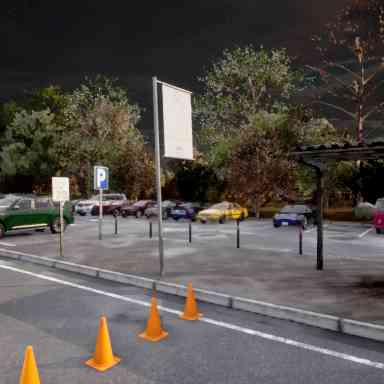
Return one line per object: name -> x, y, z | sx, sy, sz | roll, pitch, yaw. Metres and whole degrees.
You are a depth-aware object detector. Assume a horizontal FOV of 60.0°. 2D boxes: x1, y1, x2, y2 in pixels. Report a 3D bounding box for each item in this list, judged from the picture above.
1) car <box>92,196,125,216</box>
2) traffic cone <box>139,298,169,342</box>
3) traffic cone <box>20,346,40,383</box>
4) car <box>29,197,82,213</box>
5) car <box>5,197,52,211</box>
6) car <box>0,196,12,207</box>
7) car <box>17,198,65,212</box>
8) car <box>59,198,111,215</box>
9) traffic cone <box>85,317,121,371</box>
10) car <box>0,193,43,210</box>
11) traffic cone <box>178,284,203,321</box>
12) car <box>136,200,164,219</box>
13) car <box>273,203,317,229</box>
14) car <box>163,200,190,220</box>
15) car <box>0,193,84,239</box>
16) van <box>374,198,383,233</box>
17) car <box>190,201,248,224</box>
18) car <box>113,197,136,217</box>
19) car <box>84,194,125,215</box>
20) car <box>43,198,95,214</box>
car -> -6.581, 1.466, 31.700 | 2.097, 1.535, 5.008 | 0, 0, 35
traffic cone -> -0.596, 1.957, 5.207 | 0.340, 0.580, 0.340 | 0, 0, 35
traffic cone -> -1.747, 1.957, 3.575 | 0.340, 0.580, 0.340 | 0, 0, 35
car -> -15.560, 1.444, 38.237 | 1.946, 1.575, 5.366 | 0, 0, 35
car -> -20.193, 1.452, 41.307 | 2.163, 1.488, 4.792 | 0, 0, 35
car -> -29.182, 1.332, 47.825 | 1.946, 1.575, 5.366 | 1, 0, 35
car -> -17.950, 1.468, 39.658 | 2.163, 1.488, 4.792 | 0, 0, 35
car -> -11.127, 1.461, 34.885 | 2.231, 1.521, 4.892 | 0, 0, 35
traffic cone -> -1.171, 1.957, 4.391 | 0.340, 0.580, 0.340 | 0, 0, 35
car -> -22.494, 1.153, 42.856 | 2.435, 2.045, 5.566 | 0, 0, 35
traffic cone -> -0.020, 1.957, 6.023 | 0.340, 0.580, 0.340 | 0, 0, 36
car -> -2.040, 1.473, 28.506 | 2.231, 1.521, 4.892 | 0, 0, 35
car -> 7.019, 1.513, 22.088 | 2.163, 1.488, 4.792 | 0, 0, 35
car -> 0.242, 1.504, 26.927 | 2.163, 1.488, 4.792 | 0, 0, 35
car -> -8.876, 1.221, 17.280 | 2.435, 2.045, 5.566 | 0, 0, 35
van -> 11.642, 1.263, 19.012 | 1.878, 1.987, 4.442 | 0, 0, 35
car -> 2.388, 1.475, 25.155 | 1.946, 1.575, 5.366 | 0, 0, 35
car -> -4.311, 1.469, 30.102 | 2.097, 1.535, 5.008 | 0, 0, 35
car -> -8.871, 1.212, 33.269 | 2.435, 2.045, 5.566 | 0, 0, 35
car -> -13.398, 1.454, 36.484 | 2.097, 1.535, 5.008 | 0, 0, 35
